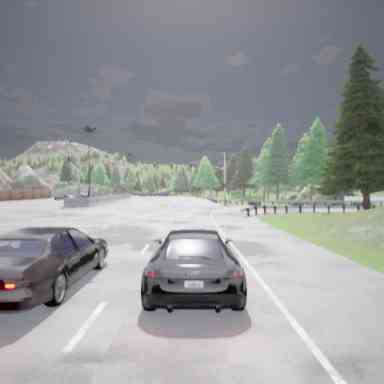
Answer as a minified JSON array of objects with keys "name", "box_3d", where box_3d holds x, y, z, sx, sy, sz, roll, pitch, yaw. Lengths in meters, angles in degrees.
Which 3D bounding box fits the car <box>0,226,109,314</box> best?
[{"name":"car","box_3d":[-3.464,1.527,7.845,2.033,1.411,5.357,0,0,0]}]

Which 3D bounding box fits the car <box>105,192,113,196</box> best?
[{"name":"car","box_3d":[-22.457,0.975,89.994,2.128,1.511,4.902,0,0,-7]}]

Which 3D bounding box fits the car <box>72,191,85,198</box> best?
[{"name":"car","box_3d":[-25.163,1.115,73.689,1.994,1.385,4.181,0,0,-1]}]

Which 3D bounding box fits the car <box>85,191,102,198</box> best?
[{"name":"car","box_3d":[-21.671,0.912,74.493,2.097,1.767,4.553,0,0,-1]}]

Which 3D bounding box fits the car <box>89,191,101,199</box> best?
[{"name":"car","box_3d":[-25.849,0.681,89.028,2.150,2.045,5.566,0,0,-7]}]

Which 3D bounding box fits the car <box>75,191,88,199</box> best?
[{"name":"car","box_3d":[-29.209,0.689,87.873,2.150,2.045,5.566,0,0,-7]}]

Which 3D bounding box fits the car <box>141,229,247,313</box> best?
[{"name":"car","box_3d":[0.035,1.544,7.694,1.994,1.385,4.181,0,0,0]}]

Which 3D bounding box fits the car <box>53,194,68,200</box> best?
[{"name":"car","box_3d":[-28.653,1.122,72.713,1.994,1.385,4.181,0,0,-1]}]
